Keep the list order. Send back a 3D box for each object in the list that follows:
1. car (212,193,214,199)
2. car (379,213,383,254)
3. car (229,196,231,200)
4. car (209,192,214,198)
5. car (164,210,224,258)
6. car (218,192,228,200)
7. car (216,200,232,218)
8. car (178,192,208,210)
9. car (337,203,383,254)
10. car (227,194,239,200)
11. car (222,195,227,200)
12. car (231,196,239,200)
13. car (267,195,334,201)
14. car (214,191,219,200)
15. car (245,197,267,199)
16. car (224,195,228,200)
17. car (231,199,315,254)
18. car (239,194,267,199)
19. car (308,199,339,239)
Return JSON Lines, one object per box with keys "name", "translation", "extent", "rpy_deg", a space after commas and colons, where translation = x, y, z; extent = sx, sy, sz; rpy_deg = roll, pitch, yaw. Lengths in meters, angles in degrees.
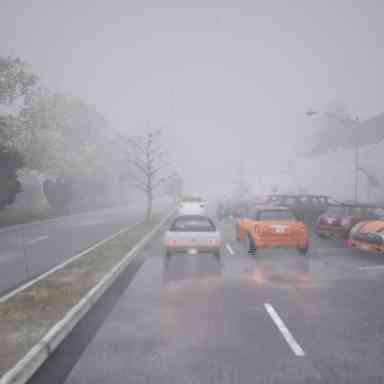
{"name": "car", "translation": [7.857, 1.507, 78.255], "extent": [4.792, 1.488, 2.163], "rpy_deg": [1, 1, -20]}
{"name": "car", "translation": [8.060, 1.472, 9.222], "extent": [4.892, 1.521, 2.231], "rpy_deg": [1, 0, -20]}
{"name": "car", "translation": [7.967, 1.626, 45.233], "extent": [4.674, 1.452, 2.002], "rpy_deg": [1, 0, -20]}
{"name": "car", "translation": [7.828, 1.387, 90.260], "extent": [4.792, 1.488, 2.163], "rpy_deg": [1, 1, -20]}
{"name": "car", "translation": [0.037, 1.583, 12.728], "extent": [1.895, 1.301, 4.718], "rpy_deg": [0, 0, 0]}
{"name": "car", "translation": [7.963, 1.361, 57.257], "extent": [5.566, 2.045, 2.435], "rpy_deg": [1, 0, -20]}
{"name": "car", "translation": [3.000, 1.609, 27.804], "extent": [1.895, 1.301, 4.718], "rpy_deg": [0, 0, 0]}
{"name": "car", "translation": [0.001, 1.233, 28.091], "extent": [2.150, 2.045, 5.566], "rpy_deg": [0, 0, 0]}
{"name": "car", "translation": [8.078, 1.343, 12.232], "extent": [4.553, 1.767, 2.185], "rpy_deg": [1, 0, -20]}
{"name": "car", "translation": [7.989, 1.473, 48.245], "extent": [4.553, 1.767, 2.185], "rpy_deg": [1, 0, -20]}
{"name": "car", "translation": [7.968, 1.641, 54.258], "extent": [4.792, 1.488, 2.163], "rpy_deg": [1, 0, -20]}
{"name": "car", "translation": [7.964, 1.570, 42.233], "extent": [5.008, 1.535, 2.097], "rpy_deg": [1, -1, -20]}
{"name": "car", "translation": [8.050, 1.223, 21.245], "extent": [5.566, 2.045, 2.435], "rpy_deg": [1, 0, -20]}
{"name": "car", "translation": [7.890, 1.331, 66.237], "extent": [5.566, 2.045, 2.435], "rpy_deg": [1, 1, -20]}
{"name": "car", "translation": [7.827, 1.497, 30.161], "extent": [5.366, 1.575, 1.946], "rpy_deg": [1, 0, -20]}
{"name": "car", "translation": [7.952, 1.651, 51.233], "extent": [4.674, 1.452, 2.002], "rpy_deg": [1, 0, -20]}
{"name": "car", "translation": [3.037, 1.333, 13.525], "extent": [2.097, 1.767, 4.553], "rpy_deg": [0, 0, 0]}
{"name": "car", "translation": [7.973, 1.267, 33.214], "extent": [5.566, 2.045, 2.435], "rpy_deg": [1, 0, -20]}
{"name": "car", "translation": [8.008, 1.341, 15.218], "extent": [4.553, 1.767, 2.185], "rpy_deg": [1, 0, -20]}
